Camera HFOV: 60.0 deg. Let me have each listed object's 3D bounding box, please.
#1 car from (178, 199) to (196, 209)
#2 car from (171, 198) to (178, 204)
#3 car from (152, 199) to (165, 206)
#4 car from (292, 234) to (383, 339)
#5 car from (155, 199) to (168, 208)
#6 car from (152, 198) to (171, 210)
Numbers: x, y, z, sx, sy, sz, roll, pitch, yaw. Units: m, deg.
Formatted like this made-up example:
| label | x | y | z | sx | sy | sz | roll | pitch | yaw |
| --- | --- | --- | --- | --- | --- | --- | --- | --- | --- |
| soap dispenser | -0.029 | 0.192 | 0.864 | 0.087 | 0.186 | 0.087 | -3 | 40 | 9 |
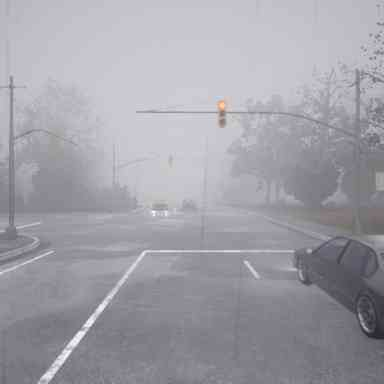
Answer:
| label | x | y | z | sx | sy | sz | roll | pitch | yaw |
| --- | --- | --- | --- | --- | --- | --- | --- | --- | --- |
| car | -0.492 | 1.652 | 46.117 | 2.033 | 1.411 | 5.357 | 0 | -1 | -4 |
| car | -4.550 | 2.189 | 83.055 | 2.097 | 1.767 | 4.553 | 0 | -1 | -22 |
| car | -6.611 | 2.016 | 64.919 | 2.033 | 1.411 | 5.357 | 0 | -1 | -10 |
| car | 3.591 | 1.547 | 6.501 | 2.033 | 1.411 | 5.357 | 0 | 0 | 0 |
| car | -5.010 | 1.786 | 54.393 | 2.033 | 1.411 | 5.357 | 0 | -1 | -7 |
| car | -4.138 | 1.559 | 43.881 | 1.882 | 1.535 | 5.008 | 0 | -1 | -3 |
